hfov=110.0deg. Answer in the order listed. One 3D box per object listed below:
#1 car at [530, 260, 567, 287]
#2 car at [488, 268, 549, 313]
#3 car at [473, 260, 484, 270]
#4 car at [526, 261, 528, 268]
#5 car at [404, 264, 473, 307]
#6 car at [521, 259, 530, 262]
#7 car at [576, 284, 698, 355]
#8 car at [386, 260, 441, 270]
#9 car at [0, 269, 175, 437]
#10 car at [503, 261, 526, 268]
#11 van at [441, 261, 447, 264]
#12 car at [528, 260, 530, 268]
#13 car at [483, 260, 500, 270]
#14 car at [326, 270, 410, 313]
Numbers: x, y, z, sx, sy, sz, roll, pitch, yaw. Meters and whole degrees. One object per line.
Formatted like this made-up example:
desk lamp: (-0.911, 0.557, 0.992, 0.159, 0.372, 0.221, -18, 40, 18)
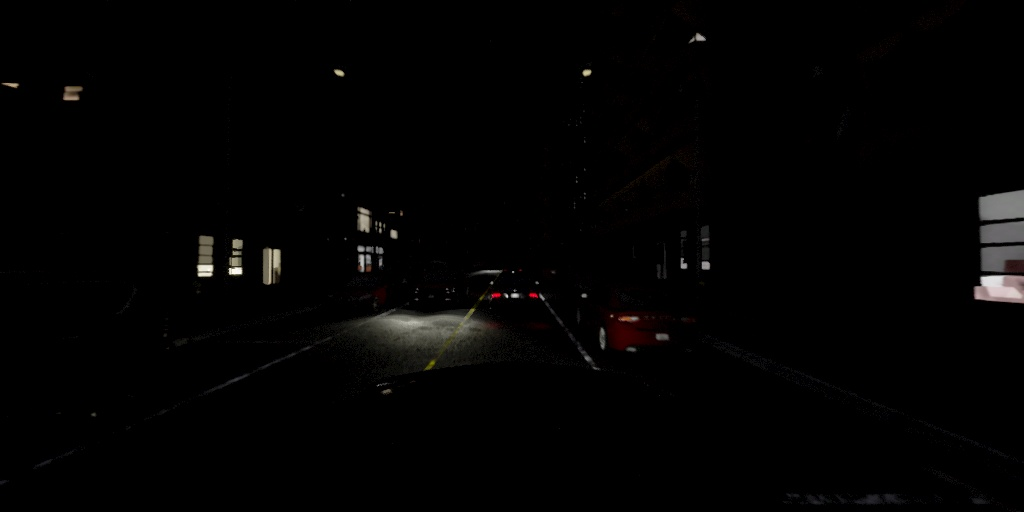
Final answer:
car: (2.687, 1.180, 25.719, 2.192, 1.841, 5.009, 0, 0, 0)
car: (0.098, 1.357, 14.220, 2.033, 1.411, 5.357, 0, 0, 0)
car: (-5.666, 1.563, 59.608, 1.751, 1.417, 4.829, 0, 0, 0)
car: (2.685, 1.488, 37.093, 1.948, 1.339, 4.313, 0, 0, 0)
car: (-3.104, 1.297, 16.254, 1.882, 1.535, 5.008, 0, 0, 0)
car: (2.681, 1.588, 59.838, 2.007, 1.370, 4.403, 0, 0, 0)
car: (2.690, 1.328, 8.660, 1.888, 1.381, 4.507, 0, 0, 0)
car: (-5.679, 1.152, 19.971, 2.192, 1.841, 5.009, 0, 0, 0)
car: (-5.690, 1.070, 2.911, 2.192, 1.841, 5.009, 0, 0, 0)
car: (0.095, 1.476, 35.211, 1.994, 1.385, 4.181, 0, 0, 0)
van: (-5.664, 1.206, 25.658, 1.690, 1.789, 3.998, 0, 0, 0)
car: (2.686, 1.333, 31.405, 1.967, 1.591, 4.097, 0, 0, 0)
car: (-3.063, 1.522, 58.629, 2.128, 1.511, 4.902, 0, 0, 0)
car: (-5.699, 1.392, 14.285, 1.802, 1.307, 4.207, 0, 0, 0)
